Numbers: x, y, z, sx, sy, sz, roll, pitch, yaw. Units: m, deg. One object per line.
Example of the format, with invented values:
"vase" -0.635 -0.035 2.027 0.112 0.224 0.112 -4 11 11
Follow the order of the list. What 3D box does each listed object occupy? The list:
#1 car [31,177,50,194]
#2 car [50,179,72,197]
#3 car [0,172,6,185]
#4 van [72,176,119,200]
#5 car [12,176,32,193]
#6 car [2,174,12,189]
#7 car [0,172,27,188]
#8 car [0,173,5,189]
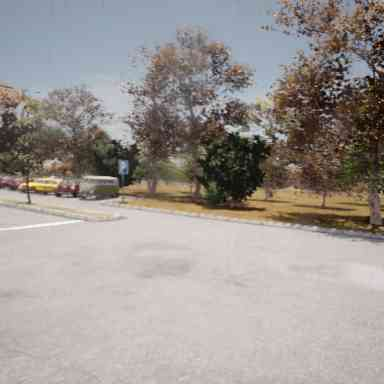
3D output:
"car" -12.918 -0.546 33.075 1.946 1.575 5.366 3 3 16
"car" -10.575 -0.467 31.134 2.185 1.767 4.553 3 3 16
"car" -27.125 -1.841 43.565 2.185 1.767 4.553 4 3 18
"van" -8.179 -0.370 29.338 1.878 1.987 4.442 4 3 15
"car" -15.405 -0.730 34.458 1.946 1.575 5.366 4 3 16
"car" -17.740 -0.889 36.390 2.002 1.452 4.674 3 3 17
"car" -22.468 -1.446 39.903 2.185 1.767 4.553 3 3 17
"car" -20.109 -1.085 38.156 2.002 1.452 4.674 3 3 17
